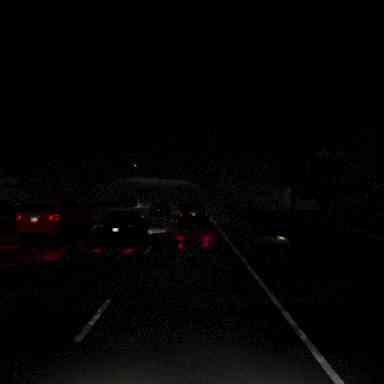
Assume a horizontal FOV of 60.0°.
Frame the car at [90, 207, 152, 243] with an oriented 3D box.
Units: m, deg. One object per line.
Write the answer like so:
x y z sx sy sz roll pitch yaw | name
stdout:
-3.399 1.658 16.756 1.994 1.385 4.181 0 0 0 | car

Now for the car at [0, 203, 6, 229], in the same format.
-10.398 1.605 20.286 2.128 1.511 4.902 0 0 0 | car

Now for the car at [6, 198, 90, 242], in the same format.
-6.910 1.318 17.216 2.150 2.045 5.566 0 0 0 | car

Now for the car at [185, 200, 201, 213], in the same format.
0.103 1.742 40.936 1.837 1.490 4.892 0 -1 0 | car

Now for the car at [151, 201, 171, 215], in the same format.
-3.398 1.680 36.192 1.882 1.535 5.008 0 0 0 | car

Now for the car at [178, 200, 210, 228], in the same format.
0.103 1.484 23.362 2.097 1.767 4.553 0 0 0 | car

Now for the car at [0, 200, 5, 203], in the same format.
-24.504 1.781 42.196 1.812 1.442 4.674 0 -1 0 | car
